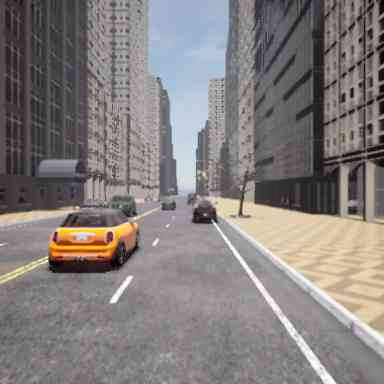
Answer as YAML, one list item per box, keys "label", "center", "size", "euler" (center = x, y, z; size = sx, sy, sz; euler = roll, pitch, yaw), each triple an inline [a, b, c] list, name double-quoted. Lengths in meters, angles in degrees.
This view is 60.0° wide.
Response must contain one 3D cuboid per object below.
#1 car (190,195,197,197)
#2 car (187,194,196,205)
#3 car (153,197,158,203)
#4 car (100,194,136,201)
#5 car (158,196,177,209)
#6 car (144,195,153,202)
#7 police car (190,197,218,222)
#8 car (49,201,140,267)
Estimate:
- label: "car"
  center: [0.970, 1.550, 42.441]
  size: [1.882, 1.535, 5.008]
  euler: [0, 0, 0]
- label: "car"
  center: [-0.008, 1.628, 61.885]
  size: [1.837, 1.490, 4.892]
  euler: [0, 0, 0]
- label: "car"
  center: [-6.508, 1.583, 71.571]
  size: [2.128, 1.511, 4.902]
  euler: [0, 0, 0]
- label: "car"
  center: [-6.594, 1.262, 31.362]
  size: [2.150, 2.045, 5.566]
  euler: [0, 0, 0]
- label: "car"
  center: [-3.156, 1.574, 46.703]
  size: [2.128, 1.511, 4.902]
  euler: [0, 0, 0]
- label: "car"
  center: [-9.759, 1.473, 75.588]
  size: [2.128, 1.511, 4.902]
  euler: [0, 0, 0]
- label: "police car"
  center: [0.972, 1.458, 26.550]
  size: [1.930, 1.638, 5.238]
  euler: [0, 0, 0]
- label: "car"
  center: [-3.151, 1.359, 11.646]
  size: [2.097, 1.767, 4.553]
  euler: [0, 0, 0]
